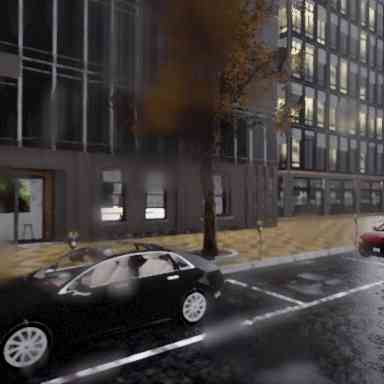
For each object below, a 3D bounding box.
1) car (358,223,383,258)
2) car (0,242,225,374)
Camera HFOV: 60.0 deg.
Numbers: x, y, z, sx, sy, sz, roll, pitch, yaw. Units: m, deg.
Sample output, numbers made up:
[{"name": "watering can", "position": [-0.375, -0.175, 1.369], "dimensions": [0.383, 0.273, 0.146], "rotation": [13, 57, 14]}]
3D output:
[{"name": "car", "position": [7.848, 1.661, 12.158], "dimensions": [4.507, 1.381, 1.887], "rotation": [1, 0, -36]}, {"name": "car", "position": [-1.433, 1.568, 5.538], "dimensions": [4.403, 1.369, 2.008], "rotation": [1, 0, -35]}]
